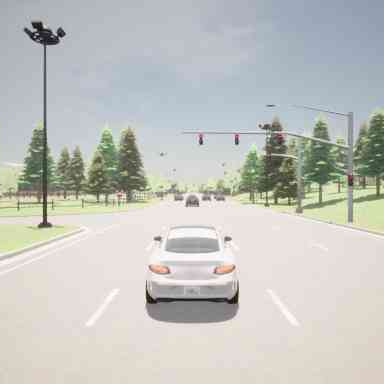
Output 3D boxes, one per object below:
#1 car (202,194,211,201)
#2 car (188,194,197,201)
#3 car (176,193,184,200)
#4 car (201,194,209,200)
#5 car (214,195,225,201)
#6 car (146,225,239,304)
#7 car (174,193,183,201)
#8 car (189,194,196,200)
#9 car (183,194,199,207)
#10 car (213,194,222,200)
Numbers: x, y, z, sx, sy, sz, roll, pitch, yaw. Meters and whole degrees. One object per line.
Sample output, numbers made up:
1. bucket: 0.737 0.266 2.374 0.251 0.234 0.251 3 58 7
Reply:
1. car: 3.611 1.348 82.921 2.097 1.767 4.553 0 0 0
2. car: 0.111 1.348 82.925 2.097 1.767 4.553 0 0 0
3. car: -3.375 1.188 92.933 2.097 1.767 4.553 0 0 0
4. car: 3.625 1.372 92.954 2.033 1.411 5.357 0 0 0
5. car: 7.111 1.517 82.529 2.128 1.511 4.902 0 0 0
6. car: 0.017 1.526 8.022 1.812 1.442 4.674 0 0 0
7. car: -3.389 1.544 82.927 1.994 1.385 4.181 0 0 0
8. car: 0.125 1.332 92.959 1.837 1.490 4.892 0 0 0
9. car: 0.070 1.352 51.896 2.097 1.767 4.553 0 0 0
10. car: 7.125 1.385 92.949 1.994 1.385 4.181 0 0 0
